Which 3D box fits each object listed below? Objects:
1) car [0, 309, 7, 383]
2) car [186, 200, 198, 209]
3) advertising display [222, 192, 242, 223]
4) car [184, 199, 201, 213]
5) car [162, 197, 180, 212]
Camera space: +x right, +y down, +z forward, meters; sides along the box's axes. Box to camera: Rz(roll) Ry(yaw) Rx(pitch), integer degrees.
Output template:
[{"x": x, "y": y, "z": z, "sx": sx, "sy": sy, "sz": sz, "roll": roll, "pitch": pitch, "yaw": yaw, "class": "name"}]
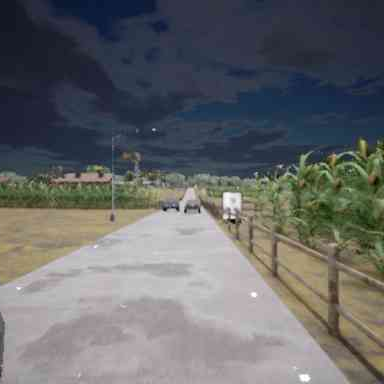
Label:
[{"x": -2.848, "y": 1.512, "z": 1.541, "sx": 1.837, "sy": 1.490, "sz": 4.892, "roll": 0, "pitch": 0, "yaw": 0, "class": "car"}, {"x": 0.060, "y": 2.231, "z": 59.789, "sx": 2.033, "sy": 1.411, "sz": 5.357, "roll": 0, "pitch": -1, "yaw": 1, "class": "car"}, {"x": 3.162, "y": 1.207, "z": 26.351, "sx": 1.540, "sy": 2.440, "sz": 0.280, "roll": 1, "pitch": 1, "yaw": 0, "class": "advertising display"}, {"x": 0.081, "y": 1.758, "z": 44.011, "sx": 2.097, "sy": 1.767, "sz": 4.553, "roll": 0, "pitch": -1, "yaw": 0, "class": "car"}, {"x": -2.806, "y": 1.661, "z": 45.832, "sx": 2.150, "sy": 2.045, "sz": 5.566, "roll": 0, "pitch": -1, "yaw": 0, "class": "car"}]
